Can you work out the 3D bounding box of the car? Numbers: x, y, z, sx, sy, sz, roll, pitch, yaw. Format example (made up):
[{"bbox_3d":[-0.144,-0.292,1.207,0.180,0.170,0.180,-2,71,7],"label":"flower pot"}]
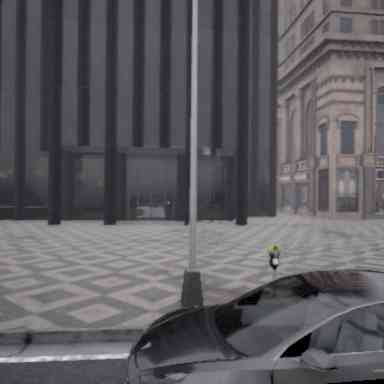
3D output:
[{"bbox_3d":[1.526,1.596,3.578,4.313,1.339,1.947,1,0,-6],"label":"car"}]
